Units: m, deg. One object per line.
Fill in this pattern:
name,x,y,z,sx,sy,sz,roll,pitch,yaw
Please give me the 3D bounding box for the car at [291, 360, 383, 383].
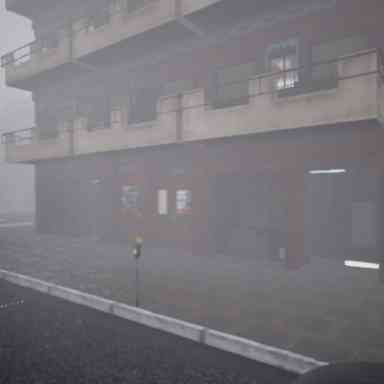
car,2.437,1.556,1.317,4.403,1.369,2.008,0,-1,36
